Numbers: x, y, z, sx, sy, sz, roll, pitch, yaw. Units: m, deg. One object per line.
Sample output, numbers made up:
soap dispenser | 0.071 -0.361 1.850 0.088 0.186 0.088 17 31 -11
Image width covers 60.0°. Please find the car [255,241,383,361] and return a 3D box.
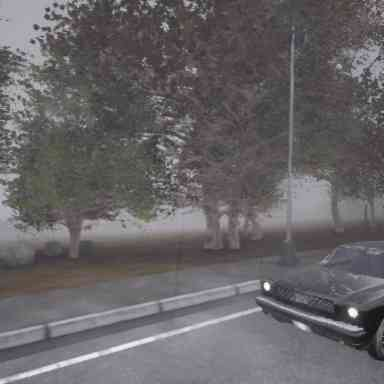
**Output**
car | 3.384 1.650 6.095 4.718 1.301 1.895 1 0 -35
